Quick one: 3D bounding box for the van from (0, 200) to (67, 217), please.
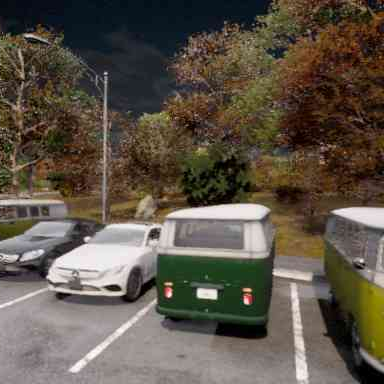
[{"bbox_3d":[-6.440,1.267,11.899,1.878,1.987,4.442,0,-1,16],"label":"van"}]

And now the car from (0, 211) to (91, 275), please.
[{"bbox_3d":[-4.016,1.530,10.300,2.002,1.452,4.674,1,-1,16],"label":"car"}]

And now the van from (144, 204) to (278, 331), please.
[{"bbox_3d":[0.801,1.263,6.995,1.878,1.987,4.442,0,-1,16],"label":"van"}]

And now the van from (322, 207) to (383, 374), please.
[{"bbox_3d":[3.144,1.260,5.057,1.878,1.987,4.442,1,-1,16],"label":"van"}]

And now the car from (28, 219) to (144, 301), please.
[{"bbox_3d":[-1.617,1.527,8.591,2.002,1.452,4.674,1,-1,15],"label":"car"}]
